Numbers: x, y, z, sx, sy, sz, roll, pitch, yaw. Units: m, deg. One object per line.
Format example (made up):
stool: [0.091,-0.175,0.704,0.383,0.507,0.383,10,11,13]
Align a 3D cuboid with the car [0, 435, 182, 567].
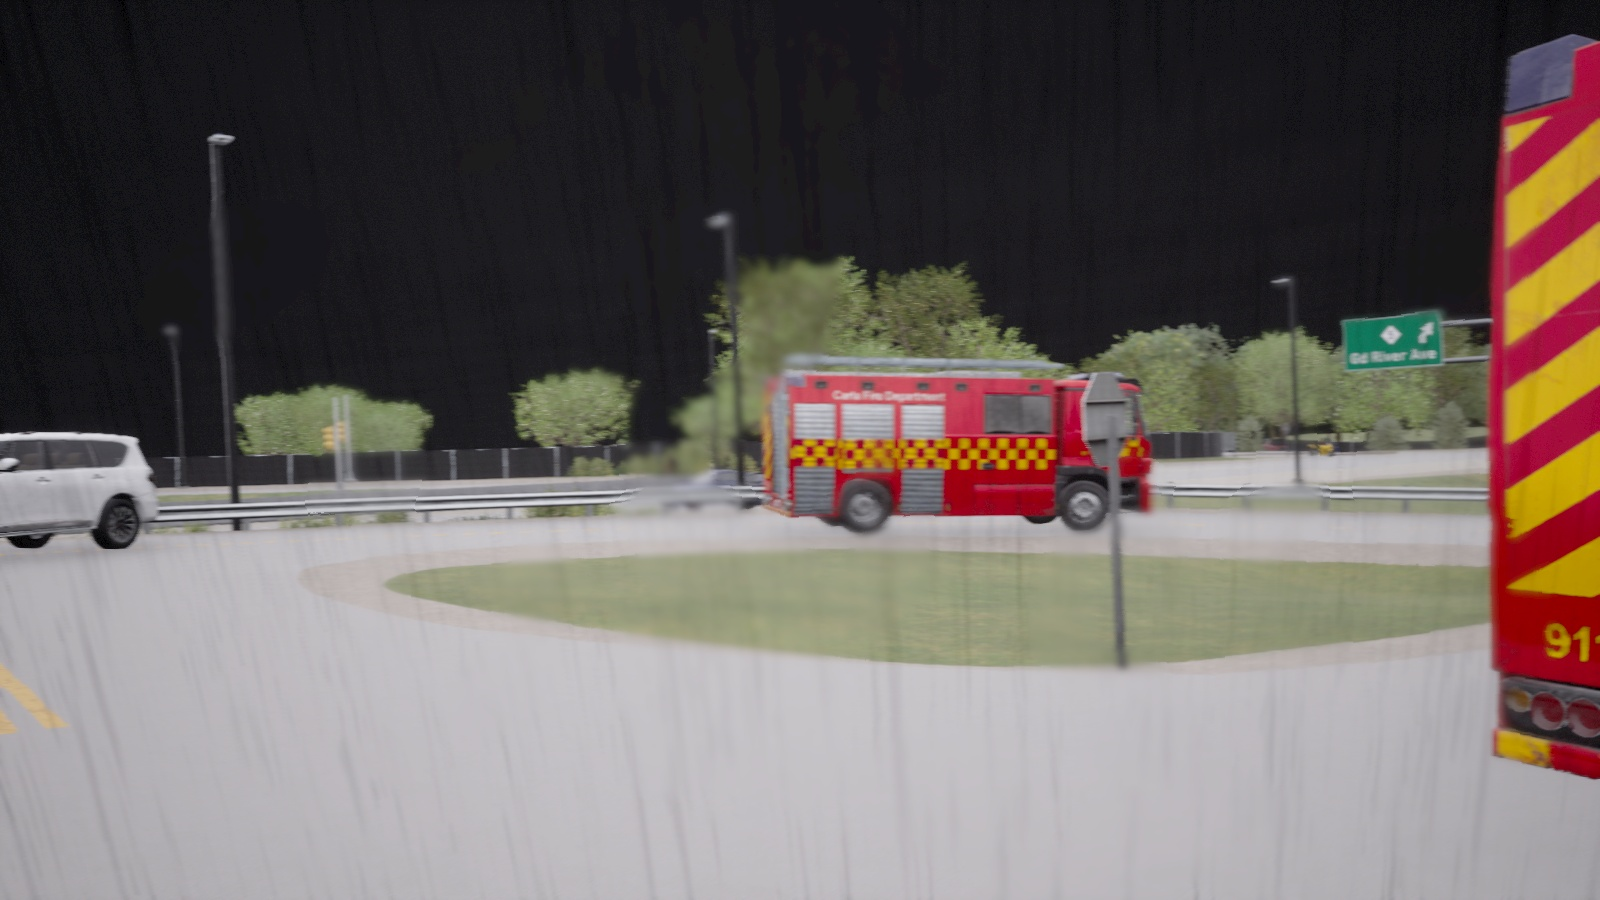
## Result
car: [-13.172,0.825,20.791,2.150,2.045,5.566,-1,-1,14]

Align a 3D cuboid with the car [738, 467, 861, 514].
car: [0.011,1.448,45.849,4.193,1.474,1.816,-2,0,-37]

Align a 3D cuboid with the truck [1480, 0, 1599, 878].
truck: [7.371,-0.196,5.814,8.468,3.827,2.891,1,-2,-24]

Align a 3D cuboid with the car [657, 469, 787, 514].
car: [-2.953,1.551,48.007,4.674,1.442,1.812,-2,1,-37]

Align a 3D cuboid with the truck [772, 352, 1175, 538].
truck: [3.808,-0.146,28.204,8.468,3.827,2.891,0,1,-12]
